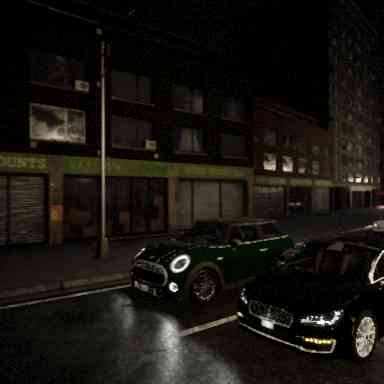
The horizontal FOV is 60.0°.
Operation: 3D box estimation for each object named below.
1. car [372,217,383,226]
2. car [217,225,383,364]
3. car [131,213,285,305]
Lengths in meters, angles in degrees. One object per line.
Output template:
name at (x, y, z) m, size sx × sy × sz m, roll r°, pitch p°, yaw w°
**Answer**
car at (11.789, 1.853, 18.849) m, size 1.895 × 1.301 × 4.718 m, roll 0°, pitch -1°, yaw 43°
car at (2.920, 1.599, 6.118) m, size 4.892 × 1.490 × 1.837 m, roll 1°, pitch -1°, yaw -39°
car at (0.711, 1.484, 8.572) m, size 4.553 × 1.767 × 2.097 m, roll 1°, pitch -1°, yaw -39°
